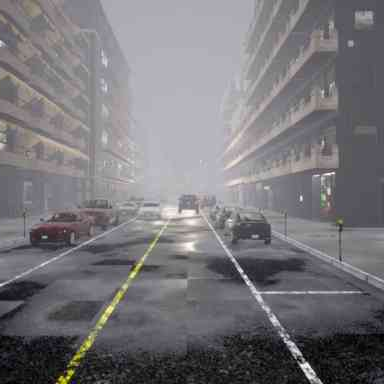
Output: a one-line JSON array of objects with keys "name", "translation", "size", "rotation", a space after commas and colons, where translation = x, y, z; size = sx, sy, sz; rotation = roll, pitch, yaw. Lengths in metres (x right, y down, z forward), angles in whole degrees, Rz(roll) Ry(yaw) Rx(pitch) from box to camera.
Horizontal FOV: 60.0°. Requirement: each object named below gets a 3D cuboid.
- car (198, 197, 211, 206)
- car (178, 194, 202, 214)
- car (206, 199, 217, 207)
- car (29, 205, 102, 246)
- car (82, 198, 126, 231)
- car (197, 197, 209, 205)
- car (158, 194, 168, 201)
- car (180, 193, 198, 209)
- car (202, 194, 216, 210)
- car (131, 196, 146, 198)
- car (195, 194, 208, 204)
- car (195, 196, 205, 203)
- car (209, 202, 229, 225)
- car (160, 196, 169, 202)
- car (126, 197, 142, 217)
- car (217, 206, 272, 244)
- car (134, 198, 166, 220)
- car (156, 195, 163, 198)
[{"name": "car", "translation": [1.982, 1.577, 54.504], "size": [2.008, 1.369, 4.403], "rotation": [1, 0, -1]}, {"name": "car", "translation": [-0.364, 1.236, 36.170], "size": [2.150, 2.045, 5.566], "rotation": [0, 0, -1]}, {"name": "car", "translation": [2.357, 1.535, 26.837], "size": [1.752, 1.417, 4.829], "rotation": [1, 0, -1]}, {"name": "car", "translation": [-5.871, 1.550, 15.453], "size": [1.887, 1.381, 4.507], "rotation": [1, 0, -1]}, {"name": "car", "translation": [-5.943, 1.322, 21.021], "size": [2.192, 1.841, 5.009], "rotation": [1, 0, -1]}, {"name": "car", "translation": [1.906, 1.575, 60.071], "size": [1.887, 1.381, 4.507], "rotation": [1, 0, -1]}, {"name": "car", "translation": [-6.621, 1.354, 71.126], "size": [2.192, 1.841, 5.009], "rotation": [1, 0, -1]}, {"name": "car", "translation": [-0.500, 1.243, 46.892], "size": [2.150, 2.045, 5.566], "rotation": [0, 0, -4]}, {"name": "car", "translation": [2.135, 1.334, 43.370], "size": [2.192, 1.841, 5.009], "rotation": [1, 0, -1]}, {"name": "car", "translation": [-6.169, 1.331, 37.722], "size": [2.192, 1.841, 5.009], "rotation": [1, 0, -1]}, {"name": "car", "translation": [1.833, 1.349, 65.639], "size": [2.192, 1.841, 5.009], "rotation": [1, 0, -1]}, {"name": "car", "translation": [1.755, 1.589, 71.207], "size": [2.008, 1.369, 4.403], "rotation": [1, 0, -1]}, {"name": "car", "translation": [2.434, 1.558, 21.100], "size": [2.008, 1.369, 4.403], "rotation": [1, 0, -1]}, {"name": "car", "translation": [-6.776, 1.630, 82.261], "size": [1.802, 1.307, 4.206], "rotation": [1, 0, -1]}, {"name": "car", "translation": [-6.095, 1.538, 31.985], "size": [1.752, 1.417, 4.829], "rotation": [1, 0, -1]}, {"name": "car", "translation": [2.509, 1.556, 15.533], "size": [2.008, 1.369, 4.403], "rotation": [1, 0, -1]}, {"name": "car", "translation": [-3.467, 1.536, 28.417], "size": [1.812, 1.442, 4.674], "rotation": [0, 0, -1]}, {"name": "car", "translation": [-6.399, 1.592, 54.425], "size": [1.947, 1.339, 4.313], "rotation": [1, 0, -1]}]
